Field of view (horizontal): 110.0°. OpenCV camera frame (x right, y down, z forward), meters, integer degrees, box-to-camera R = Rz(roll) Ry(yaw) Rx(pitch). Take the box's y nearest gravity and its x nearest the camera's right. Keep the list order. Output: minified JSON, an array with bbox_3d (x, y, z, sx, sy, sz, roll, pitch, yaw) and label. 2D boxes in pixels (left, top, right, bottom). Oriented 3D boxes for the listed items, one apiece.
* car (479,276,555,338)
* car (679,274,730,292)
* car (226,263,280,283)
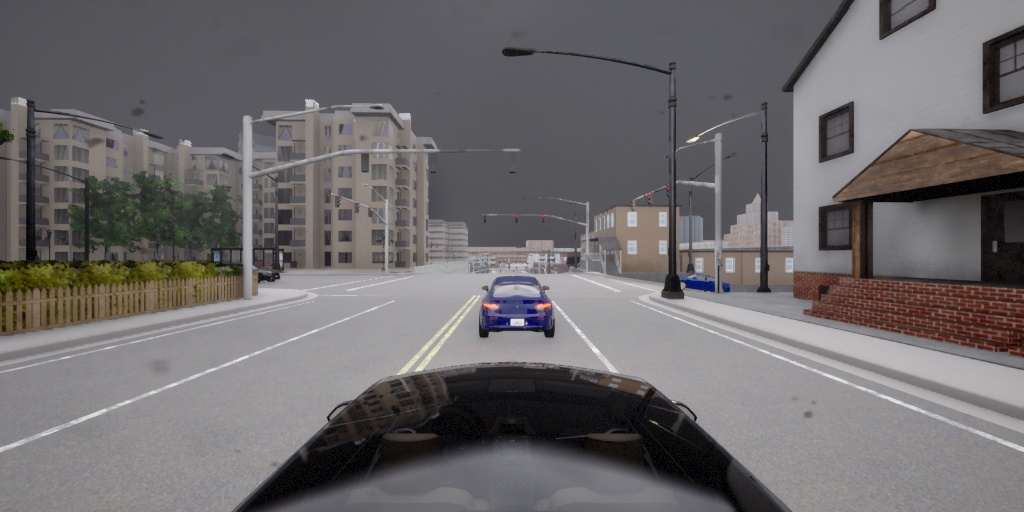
[{"bbox_3d":[0.110,1.276,10.098,1.812,1.442,4.674,0,0,0],"label":"car"},{"bbox_3d":[15.377,2.209,29.782,5.008,1.535,1.882,9,0,1],"label":"car"},{"bbox_3d":[-19.886,1.255,26.595,4.892,1.490,1.837,0,0,1],"label":"car"}]
